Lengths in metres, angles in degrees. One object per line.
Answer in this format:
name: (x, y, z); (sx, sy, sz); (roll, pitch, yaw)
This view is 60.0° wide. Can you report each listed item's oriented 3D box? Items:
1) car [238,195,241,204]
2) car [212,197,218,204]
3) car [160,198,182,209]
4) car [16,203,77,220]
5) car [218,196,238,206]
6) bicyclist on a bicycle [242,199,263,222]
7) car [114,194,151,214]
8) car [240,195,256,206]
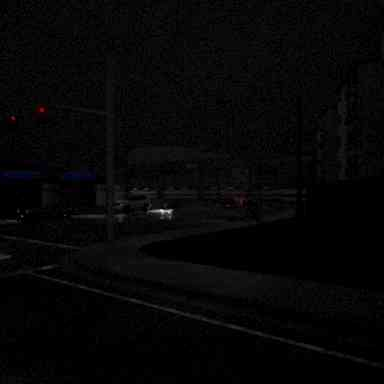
car: (9.428, 1.410, 63.487); (2.097, 1.767, 4.553); (0, 0, -8)
car: (5.373, 1.631, 66.034); (1.994, 1.385, 4.181); (0, 0, -12)
car: (-2.891, 1.549, 46.183); (2.128, 1.511, 4.902); (0, 0, 16)
car: (-12.460, 1.654, 28.675); (1.895, 1.301, 4.718); (0, 0, 35)
car: (6.085, 1.603, 56.827); (2.033, 1.411, 5.357); (0, 0, 2)
bicyclist on a bicycle: (4.246, 1.321, 23.471); (1.656, 1.620, 0.582); (0, 0, 36)
car: (-6.857, 1.275, 36.916); (2.150, 2.045, 5.566); (0, 0, 29)
car: (9.396, 1.573, 54.629); (1.812, 1.442, 4.674); (0, 0, 5)
